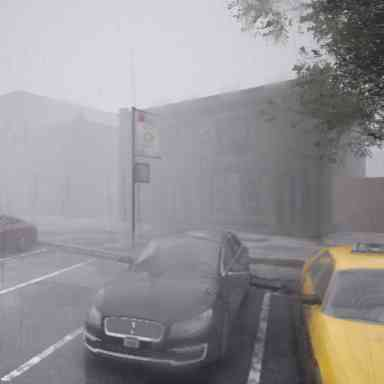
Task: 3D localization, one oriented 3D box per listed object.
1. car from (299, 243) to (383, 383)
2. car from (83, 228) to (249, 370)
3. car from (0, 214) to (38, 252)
[{"bbox_3d":[2.357,1.478,4.190,1.946,1.575,5.366,1,0,15],"label":"car"},{"bbox_3d":[-0.033,1.470,6.117,2.231,1.521,4.892,1,0,16],"label":"car"},{"bbox_3d":[-7.359,1.467,11.346,2.002,1.452,4.674,1,0,16],"label":"car"}]
